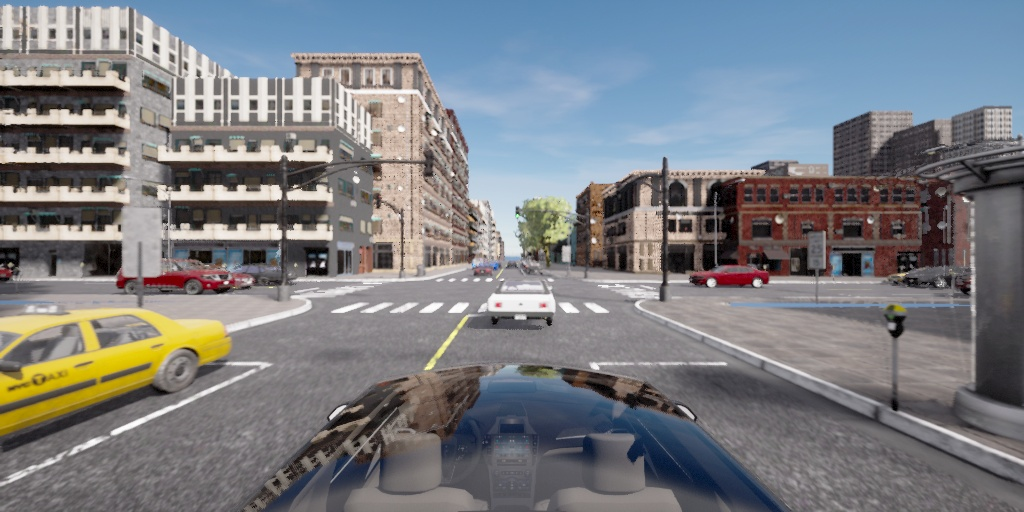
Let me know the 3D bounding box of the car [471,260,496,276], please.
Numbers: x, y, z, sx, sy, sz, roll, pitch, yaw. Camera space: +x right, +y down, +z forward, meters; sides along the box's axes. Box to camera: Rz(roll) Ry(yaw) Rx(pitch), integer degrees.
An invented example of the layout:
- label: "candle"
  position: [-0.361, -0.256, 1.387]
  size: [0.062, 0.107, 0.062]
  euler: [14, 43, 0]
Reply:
- label: "car"
  position: [-3.079, 1.429, 39.172]
  size: [1.994, 1.385, 4.181]
  euler: [0, 0, 0]

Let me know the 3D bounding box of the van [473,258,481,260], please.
- label: "van"
  position: [-5.686, 1.289, 59.316]
  size: [1.690, 1.789, 3.998]
  euler: [0, 0, 0]

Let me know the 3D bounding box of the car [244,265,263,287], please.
- label: "car"
  position: [-17.790, 1.271, 21.093]
  size: [4.674, 1.442, 1.812]
  euler: [1, 0, 0]

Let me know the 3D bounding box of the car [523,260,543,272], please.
- label: "car"
  position: [2.694, 1.428, 42.224]
  size: [2.007, 1.370, 4.403]
  euler: [0, 0, 0]

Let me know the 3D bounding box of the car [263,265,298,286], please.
- label: "car"
  position: [-17.687, 1.300, 24.423]
  size: [5.357, 1.411, 2.033]
  euler: [0, 0, -2]

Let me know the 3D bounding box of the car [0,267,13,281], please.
- label: "car"
  position: [-39.993, 1.278, 26.728]
  size: [4.207, 1.307, 1.802]
  euler: [0, 0, 0]

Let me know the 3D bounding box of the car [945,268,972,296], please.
- label: "car"
  position: [26.149, 1.460, 18.758]
  size: [4.507, 1.381, 1.888]
  euler: [0, 0, 0]

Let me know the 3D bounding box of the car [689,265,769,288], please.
- label: "car"
  position: [14.745, 1.356, 24.524]
  size: [5.008, 1.535, 1.882]
  euler: [0, 0, 0]

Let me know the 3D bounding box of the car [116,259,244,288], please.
- label: "car"
  position: [-17.275, 1.055, 18.507]
  size: [5.009, 1.841, 2.192]
  euler: [0, 0, 0]

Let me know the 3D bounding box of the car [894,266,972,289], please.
- label: "car"
  position: [29.841, 1.450, 24.625]
  size: [4.892, 1.490, 1.837]
  euler: [0, 0, 0]

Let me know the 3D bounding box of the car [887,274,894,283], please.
- label: "car"
  position: [31.443, 1.486, 27.228]
  size: [4.829, 1.417, 1.751]
  euler: [0, 0, 0]

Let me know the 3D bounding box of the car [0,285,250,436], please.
- label: "car"
  position: [-5.691, 1.282, 4.105]
  size: [1.751, 1.417, 4.829]
  euler: [0, 0, 0]

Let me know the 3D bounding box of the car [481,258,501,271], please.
- label: "car"
  position: [-3.066, 1.397, 52.651]
  size: [1.882, 1.535, 5.008]
  euler: [0, -1, 0]

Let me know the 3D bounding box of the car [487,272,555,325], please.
- label: "car"
  position: [0.413, 1.376, 11.965]
  size: [1.895, 1.301, 4.718]
  euler: [0, 0, 4]

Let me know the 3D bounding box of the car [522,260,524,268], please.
- label: "car"
  position: [2.694, 1.340, 47.921]
  size: [1.967, 1.591, 4.097]
  euler: [0, 0, 0]
